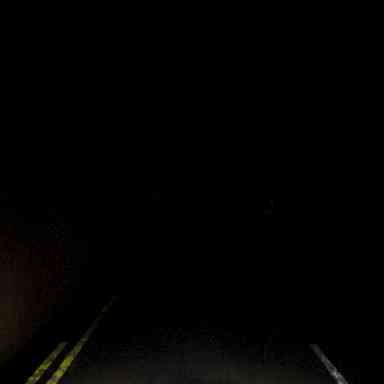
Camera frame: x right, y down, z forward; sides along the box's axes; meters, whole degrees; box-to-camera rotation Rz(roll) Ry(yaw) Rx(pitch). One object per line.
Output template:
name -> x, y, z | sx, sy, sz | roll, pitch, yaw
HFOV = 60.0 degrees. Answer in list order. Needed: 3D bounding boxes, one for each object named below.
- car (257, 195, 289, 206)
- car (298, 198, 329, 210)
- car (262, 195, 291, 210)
car -> 12.347, 1.252, 50.565 | 4.892, 1.490, 1.837 | 0, 0, -31
car -> 14.204, 1.368, 38.825 | 4.181, 1.385, 1.994 | 0, 0, -42
car -> 10.070, 1.325, 39.730 | 1.812, 1.442, 4.674 | 0, 0, 43
